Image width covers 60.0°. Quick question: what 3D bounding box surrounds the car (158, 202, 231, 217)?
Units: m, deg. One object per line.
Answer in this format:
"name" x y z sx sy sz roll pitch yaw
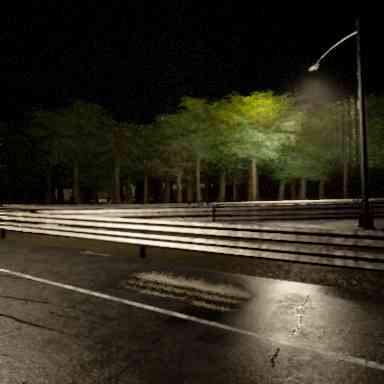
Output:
"car" 0.128 1.470 22.428 4.902 1.511 2.128 -2 0 9
